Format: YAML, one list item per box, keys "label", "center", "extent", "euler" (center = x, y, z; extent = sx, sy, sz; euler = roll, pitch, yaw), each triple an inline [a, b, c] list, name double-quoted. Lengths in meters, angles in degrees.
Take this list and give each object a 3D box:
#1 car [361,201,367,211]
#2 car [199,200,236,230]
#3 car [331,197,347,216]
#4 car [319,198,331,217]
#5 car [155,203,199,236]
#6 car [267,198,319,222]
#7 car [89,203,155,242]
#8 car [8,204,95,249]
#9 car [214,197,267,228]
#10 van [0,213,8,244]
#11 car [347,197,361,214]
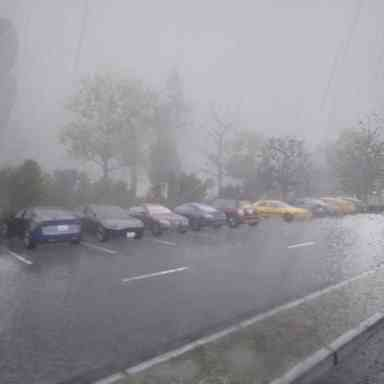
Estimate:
- label: "car"
  center: [14.205, 1.235, 32.185]
  extent: [2.231, 1.521, 4.892]
  euler: [-1, 1, -42]
- label: "car"
  center: [-0.062, 1.339, 19.211]
  extent: [2.002, 1.452, 4.674]
  euler: [0, 1, -42]
- label: "car"
  center: [10.122, 1.268, 28.488]
  extent: [2.231, 1.521, 4.892]
  euler: [0, 1, -42]
- label: "car"
  center: [8.072, 1.311, 26.654]
  extent: [2.163, 1.488, 4.792]
  euler: [0, 1, -42]
- label: "car"
  center: [-2.102, 1.336, 17.362]
  extent: [2.002, 1.452, 4.674]
  euler: [0, 1, -42]
- label: "car"
  center: [6.175, 1.291, 24.638]
  extent: [1.946, 1.575, 5.366]
  euler: [0, 1, -42]
- label: "car"
  center: [-4.121, 1.319, 15.481]
  extent: [2.163, 1.488, 4.792]
  euler: [0, 1, -42]
- label: "car"
  center: [-6.196, 1.305, 13.673]
  extent: [2.163, 1.488, 4.792]
  euler: [0, 1, -42]
- label: "car"
  center: [2.001, 1.178, 21.047]
  extent: [2.185, 1.767, 4.553]
  euler: [0, 1, -42]
- label: "van"
  center: [-8.287, 1.035, 11.882]
  extent: [1.878, 1.987, 4.442]
  euler: [1, 1, -42]
- label: "car"
  center: [12.167, 1.252, 30.332]
  extent: [2.097, 1.535, 5.008]
  euler: [0, 1, -42]
